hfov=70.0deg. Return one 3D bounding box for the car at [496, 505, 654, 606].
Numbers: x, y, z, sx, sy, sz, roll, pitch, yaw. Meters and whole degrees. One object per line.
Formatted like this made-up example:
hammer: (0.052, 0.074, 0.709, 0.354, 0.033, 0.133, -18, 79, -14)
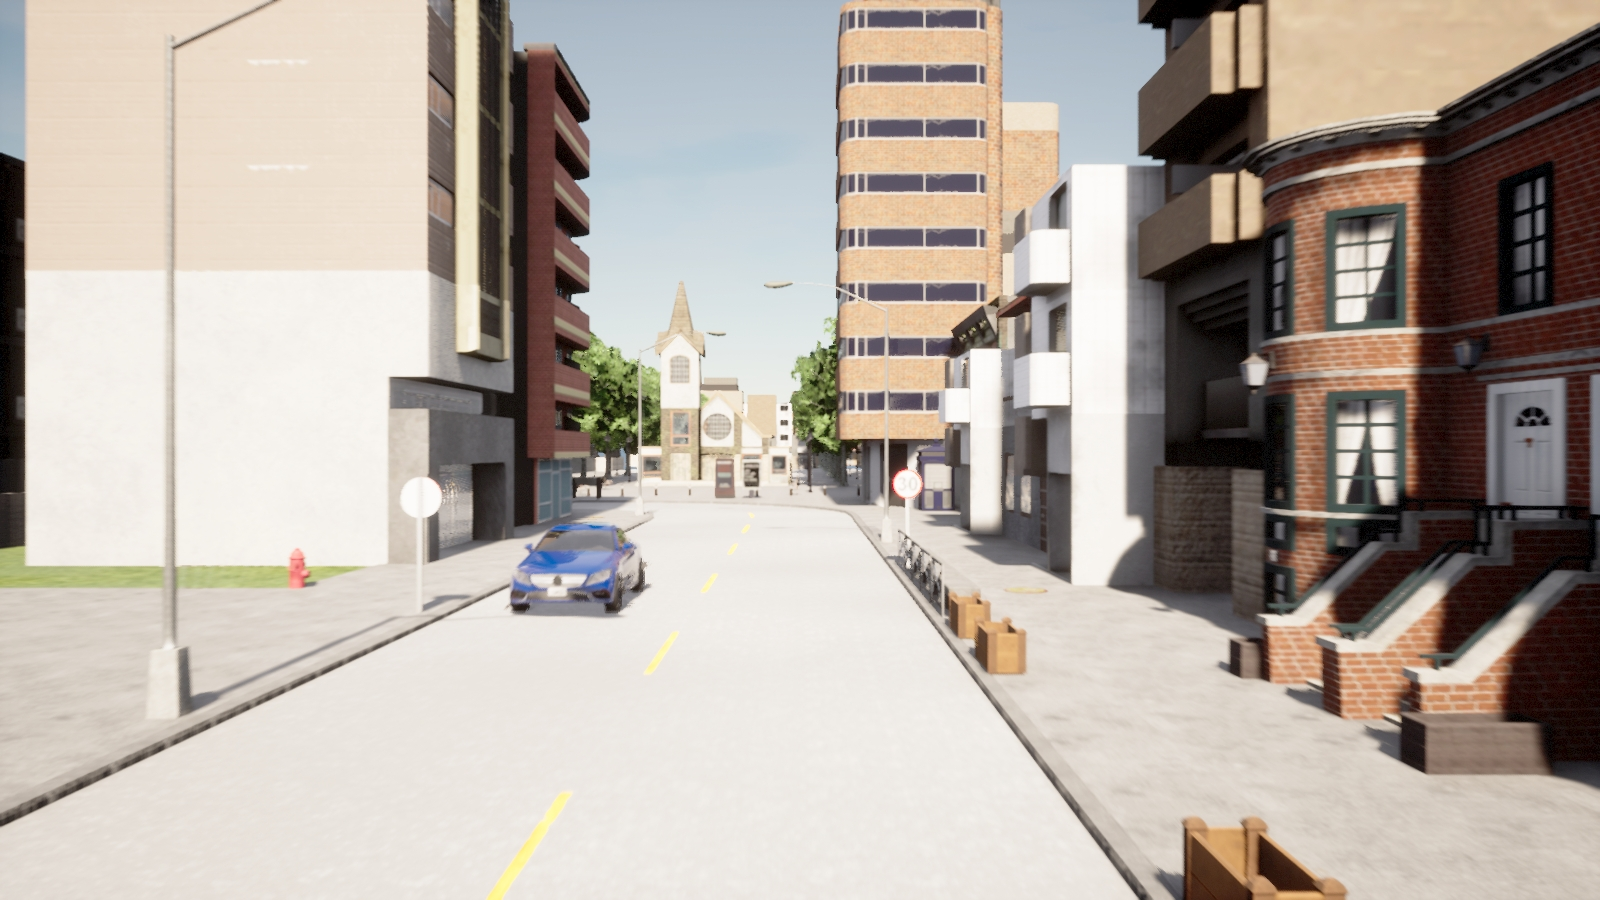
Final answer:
car: (-4.011, 1.861, 21.201, 2.002, 1.442, 4.674, 0, 0, 0)
